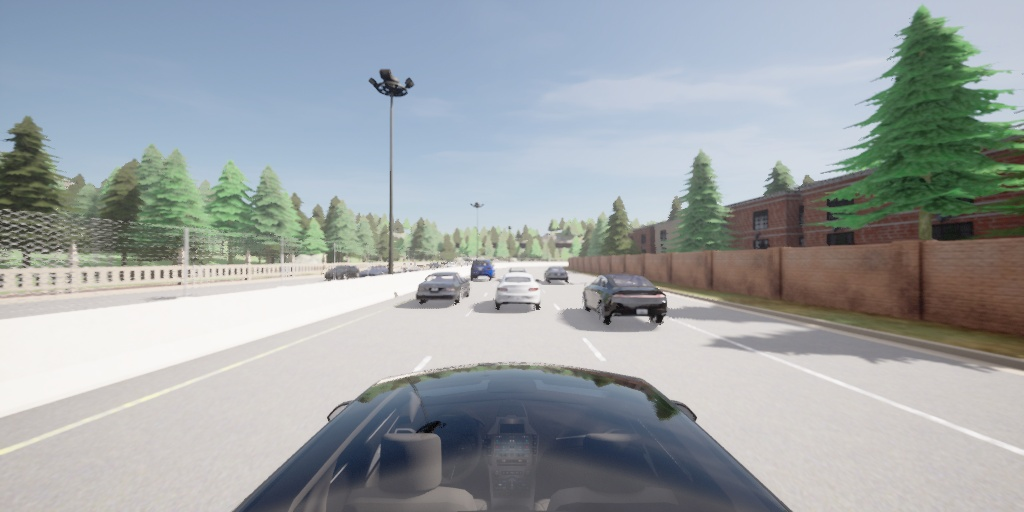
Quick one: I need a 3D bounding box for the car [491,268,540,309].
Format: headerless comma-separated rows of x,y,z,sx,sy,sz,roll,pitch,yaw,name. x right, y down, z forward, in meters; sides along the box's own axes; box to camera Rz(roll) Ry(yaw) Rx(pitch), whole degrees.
0.256,1.451,15.889,1.812,1.442,4.674,0,0,1,car

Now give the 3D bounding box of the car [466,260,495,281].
-2.958,1.403,36.614,2.150,2.045,5.566,0,-1,1,car

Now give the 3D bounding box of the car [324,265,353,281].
-17.156,1.674,36.470,1.837,1.490,4.892,0,-1,1,car

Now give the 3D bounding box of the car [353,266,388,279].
-13.658,1.719,36.422,2.033,1.411,5.357,0,-1,1,car

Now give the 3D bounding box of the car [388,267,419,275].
-10.174,1.760,35.213,1.895,1.301,4.718,0,-1,1,car

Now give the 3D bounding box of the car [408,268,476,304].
-3.213,1.492,17.602,2.033,1.411,5.357,0,-1,1,car

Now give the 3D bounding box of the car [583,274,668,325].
3.702,1.378,12.489,2.128,1.511,4.902,0,-1,1,car

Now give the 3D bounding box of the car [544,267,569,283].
3.987,1.684,32.654,2.033,1.411,5.357,0,-1,1,car
